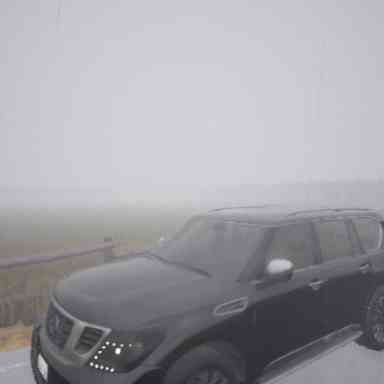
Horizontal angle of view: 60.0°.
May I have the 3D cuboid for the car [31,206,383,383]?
[{"bbox_3d":[0.870,1.245,4.664,5.566,2.045,2.150,1,-1,-37],"label":"car"}]
